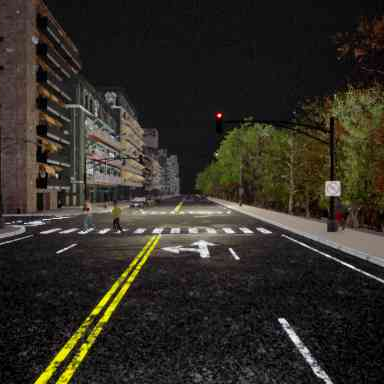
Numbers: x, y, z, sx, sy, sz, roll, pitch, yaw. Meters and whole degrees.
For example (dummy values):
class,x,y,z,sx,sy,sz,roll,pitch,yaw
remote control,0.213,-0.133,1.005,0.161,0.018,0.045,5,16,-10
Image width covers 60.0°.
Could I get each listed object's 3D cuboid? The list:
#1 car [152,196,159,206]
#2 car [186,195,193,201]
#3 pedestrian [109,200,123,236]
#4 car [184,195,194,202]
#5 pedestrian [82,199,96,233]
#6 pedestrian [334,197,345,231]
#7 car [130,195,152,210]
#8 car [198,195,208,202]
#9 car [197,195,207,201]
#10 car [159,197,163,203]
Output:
class,x,y,z,sx,sy,sz,roll,pitch,yaw
car,-7.049,1.365,53.879,2.097,1.767,4.553,0,0,-1
car,-0.724,1.491,84.931,1.812,1.442,4.674,0,0,0
pedestrian,-3.857,1.295,16.985,0.375,1.860,0.375,0,0,0
car,-0.636,1.545,74.507,2.128,1.511,4.902,0,0,0
pedestrian,-5.676,1.304,18.268,0.375,1.860,0.375,0,0,0
pedestrian,7.818,1.143,17.783,0.375,1.860,0.375,0,0,0
car,-6.975,1.500,44.075,2.128,1.511,4.902,0,0,0
car,2.614,1.546,74.538,2.128,1.511,4.902,0,0,0
car,2.525,1.492,84.958,2.128,1.511,4.902,0,0,0
car,-7.091,1.623,68.014,1.895,1.301,4.718,0,0,0
